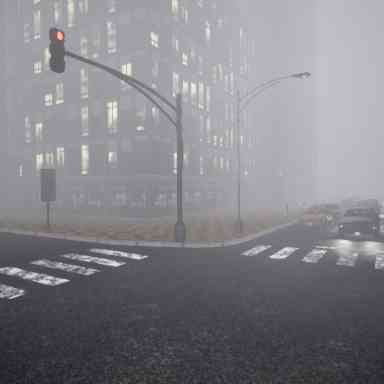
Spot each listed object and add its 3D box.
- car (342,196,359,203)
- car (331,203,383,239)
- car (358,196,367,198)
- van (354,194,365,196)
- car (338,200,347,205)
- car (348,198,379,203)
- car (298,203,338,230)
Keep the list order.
[{"bbox_3d":[19.065,1.524,40.993,1.887,1.381,4.507,-1,0,29],"label":"car"},{"bbox_3d":[8.936,1.538,17.648,2.033,1.411,5.357,0,0,30],"label":"car"},{"bbox_3d":[19.263,1.485,35.827,1.837,1.490,4.892,0,0,29],"label":"car"},{"bbox_3d":[30.144,1.311,60.713,1.690,1.788,3.998,-1,0,29],"label":"van"},{"bbox_3d":[10.755,1.553,26.205,1.947,1.339,4.313,-1,0,29],"label":"car"},{"bbox_3d":[14.190,1.477,26.949,2.128,1.511,4.902,0,0,30],"label":"car"},{"bbox_3d":[7.901,1.515,21.128,1.752,1.417,4.829,-1,0,29],"label":"car"}]
